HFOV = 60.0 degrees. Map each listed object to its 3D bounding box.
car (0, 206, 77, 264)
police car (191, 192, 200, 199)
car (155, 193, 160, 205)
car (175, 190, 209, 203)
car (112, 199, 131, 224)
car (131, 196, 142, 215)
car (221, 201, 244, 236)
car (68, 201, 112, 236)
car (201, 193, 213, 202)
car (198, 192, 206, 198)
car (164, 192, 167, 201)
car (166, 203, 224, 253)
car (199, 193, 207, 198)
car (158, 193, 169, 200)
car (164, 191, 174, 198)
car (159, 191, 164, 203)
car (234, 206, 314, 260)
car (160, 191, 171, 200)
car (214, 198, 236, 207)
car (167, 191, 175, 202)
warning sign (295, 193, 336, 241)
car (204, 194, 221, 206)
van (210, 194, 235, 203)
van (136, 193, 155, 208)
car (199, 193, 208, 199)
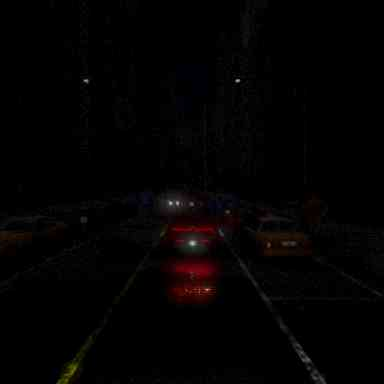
[{"bbox_3d":[-5.762,1.423,11.430,1.752,1.417,4.829,0,1,0],"label":"car"},{"bbox_3d":[0.847,0.738,78.789,1.930,1.638,5.238,0,0,0],"label":"police car"},{"bbox_3d":[-5.767,1.184,45.210,1.802,1.307,4.206,0,0,0],"label":"car"},{"bbox_3d":[0.027,0.984,27.087,2.150,2.045,5.566,0,1,0],"label":"car"},{"bbox_3d":[-5.764,1.343,22.803,1.887,1.381,4.507,0,1,0],"label":"car"},{"bbox_3d":[-5.765,1.294,28.405,1.887,1.381,4.507,0,1,0],"label":"car"},{"bbox_3d":[2.762,1.393,17.212,1.887,1.381,4.507,0,1,0],"label":"car"},{"bbox_3d":[-5.762,1.287,17.201,1.967,1.590,4.097,0,1,0],"label":"car"},{"bbox_3d":[2.756,1.002,62.027,1.887,1.381,4.507,0,0,0],"label":"car"},{"bbox_3d":[2.751,0.769,90.036,2.008,1.369,4.403,0,0,0],"label":"car"},{"bbox_3d":[-5.769,1.070,56.413,1.947,1.339,4.313,0,0,0],"label":"car"},{"bbox_3d":[0.040,1.388,13.154,1.837,1.490,4.892,0,0,0],"label":"car"},{"bbox_3d":[2.752,0.831,84.435,1.947,1.339,4.313,0,0,0],"label":"car"},{"bbox_3d":[-5.771,0.973,67.616,1.947,1.339,4.313,0,0,0],"label":"car"},{"bbox_3d":[-5.772,0.578,84.418,2.192,1.841,5.009,0,0,0],"label":"car"},{"bbox_3d":[-5.768,0.993,50.810,1.967,1.590,4.097,0,0,0],"label":"car"},{"bbox_3d":[2.763,1.421,11.779,1.752,1.417,4.829,0,1,0],"label":"car"},{"bbox_3d":[-5.771,0.674,73.215,2.192,1.841,5.009,0,0,0],"label":"car"},{"bbox_3d":[2.762,1.344,22.813,1.887,1.381,4.507,0,1,0],"label":"car"},{"bbox_3d":[-3.066,1.050,58.514,1.994,1.385,4.181,0,1,0],"label":"car"},{"bbox_3d":[5.062,0.995,13.686,1.300,1.860,1.060,0,0,0],"label":"warning sign"},{"bbox_3d":[2.759,1.044,45.220,1.967,1.590,4.097,0,0,0],"label":"car"},{"bbox_3d":[2.761,1.091,28.413,1.690,1.788,3.998,0,1,0],"label":"van"},{"bbox_3d":[-5.766,0.992,39.607,1.690,1.788,3.998,0,1,0],"label":"van"},{"bbox_3d":[2.753,0.878,78.833,1.947,1.339,4.313,0,0,0],"label":"car"}]
